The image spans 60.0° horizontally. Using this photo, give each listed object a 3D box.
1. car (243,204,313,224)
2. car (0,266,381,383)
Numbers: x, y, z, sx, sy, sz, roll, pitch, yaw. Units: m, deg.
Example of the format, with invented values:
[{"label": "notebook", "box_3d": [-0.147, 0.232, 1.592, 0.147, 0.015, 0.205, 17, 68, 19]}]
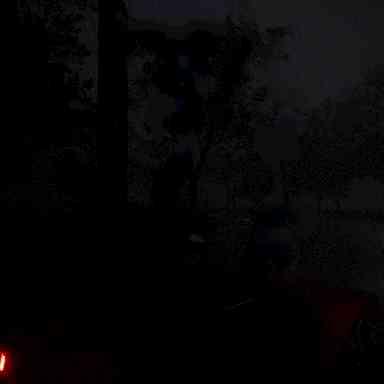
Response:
[{"label": "car", "box_3d": [6.626, 1.680, 26.031, 5.357, 1.411, 2.033, 0, 0, 43]}, {"label": "car", "box_3d": [0.429, 1.621, 4.043, 4.718, 1.301, 1.895, 0, 0, -39]}]
